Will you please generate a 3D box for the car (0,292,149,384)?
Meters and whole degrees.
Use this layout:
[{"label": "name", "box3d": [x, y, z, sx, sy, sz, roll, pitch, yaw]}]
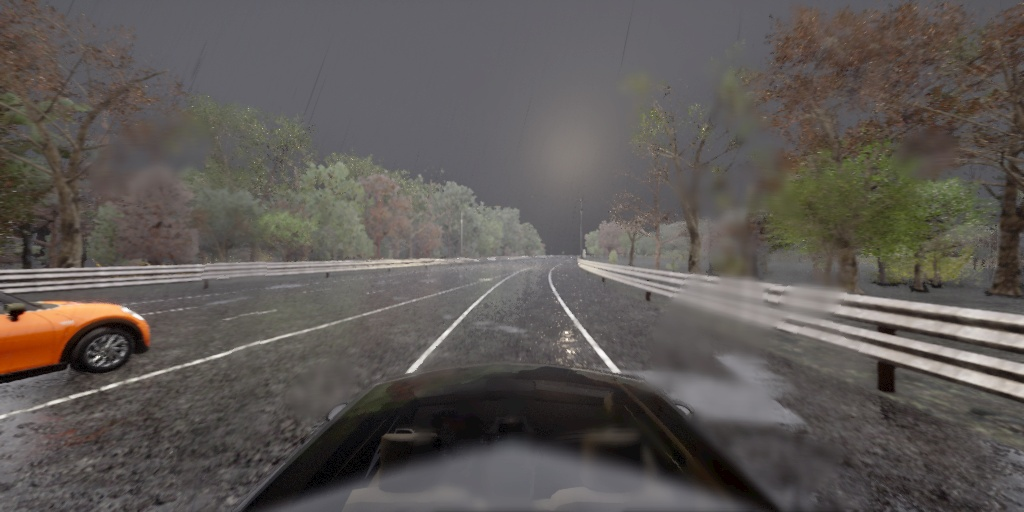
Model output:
[{"label": "car", "box3d": [-7.949, 1.040, 4.741, 2.097, 1.767, 4.553, 1, 0, 10]}]
